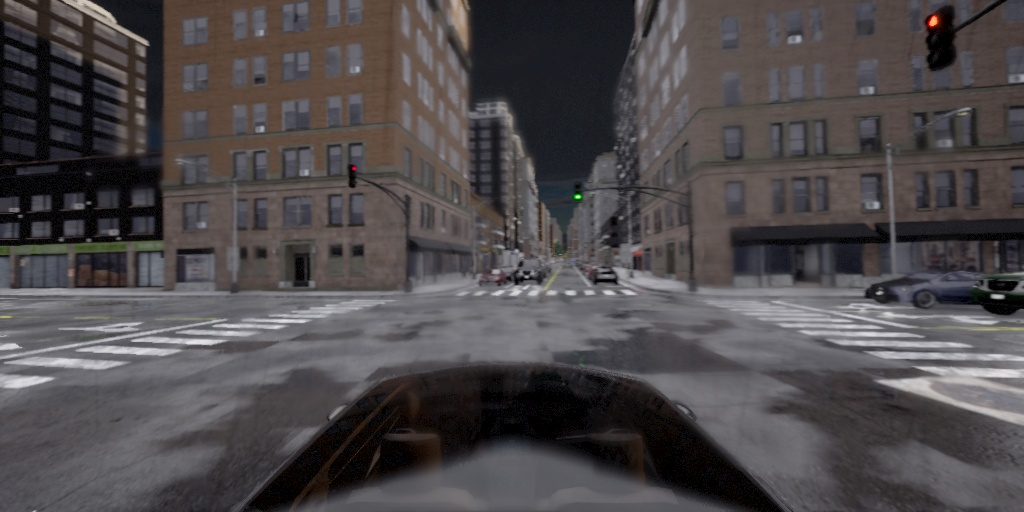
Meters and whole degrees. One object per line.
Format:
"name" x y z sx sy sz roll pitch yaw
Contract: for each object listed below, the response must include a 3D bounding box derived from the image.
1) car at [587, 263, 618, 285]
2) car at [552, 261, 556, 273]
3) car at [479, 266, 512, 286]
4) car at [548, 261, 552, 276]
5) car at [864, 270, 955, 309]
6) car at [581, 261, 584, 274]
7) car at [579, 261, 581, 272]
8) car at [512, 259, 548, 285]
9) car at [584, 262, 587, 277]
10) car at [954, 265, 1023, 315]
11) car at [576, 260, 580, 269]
"car" 6.995 1.448 27.275 1.948 1.339 4.313 0 0 9
"car" 4.642 1.779 49.786 1.895 1.301 4.718 -1 -1 9
"car" -1.429 1.659 28.574 1.802 1.307 4.207 0 0 9
"car" 3.059 1.607 39.653 1.837 1.490 4.892 -1 -1 9
"car" 16.490 1.250 13.852 4.181 1.385 1.994 -1 -1 9
"car" 8.688 1.516 38.206 2.007 1.370 4.403 0 0 9
"car" 9.534 1.552 43.671 1.888 1.381 4.507 0 0 9
"car" 1.510 1.249 29.686 2.150 2.045 5.566 -1 -1 9
"car" 7.841 1.469 32.740 1.888 1.381 4.507 0 0 9
"car" 17.356 0.828 10.436 5.566 2.045 2.150 -1 -1 8
"car" 11.227 1.655 54.602 1.948 1.339 4.313 0 0 9
